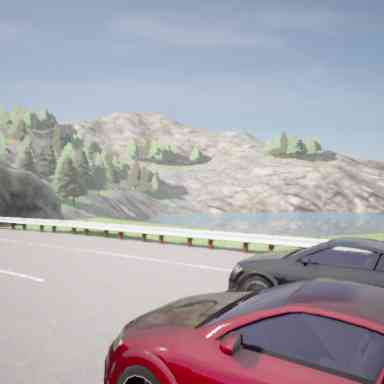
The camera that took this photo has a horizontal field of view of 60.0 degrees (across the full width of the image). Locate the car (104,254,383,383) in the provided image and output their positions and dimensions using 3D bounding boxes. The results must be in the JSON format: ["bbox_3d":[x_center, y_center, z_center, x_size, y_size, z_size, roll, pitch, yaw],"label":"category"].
[{"bbox_3d":[1.134,1.559,3.060,4.181,1.385,1.994,0,0,35],"label":"car"}]

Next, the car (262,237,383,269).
[{"bbox_3d":[2.780,1.553,6.172,4.181,1.385,1.994,0,0,35],"label":"car"}]
